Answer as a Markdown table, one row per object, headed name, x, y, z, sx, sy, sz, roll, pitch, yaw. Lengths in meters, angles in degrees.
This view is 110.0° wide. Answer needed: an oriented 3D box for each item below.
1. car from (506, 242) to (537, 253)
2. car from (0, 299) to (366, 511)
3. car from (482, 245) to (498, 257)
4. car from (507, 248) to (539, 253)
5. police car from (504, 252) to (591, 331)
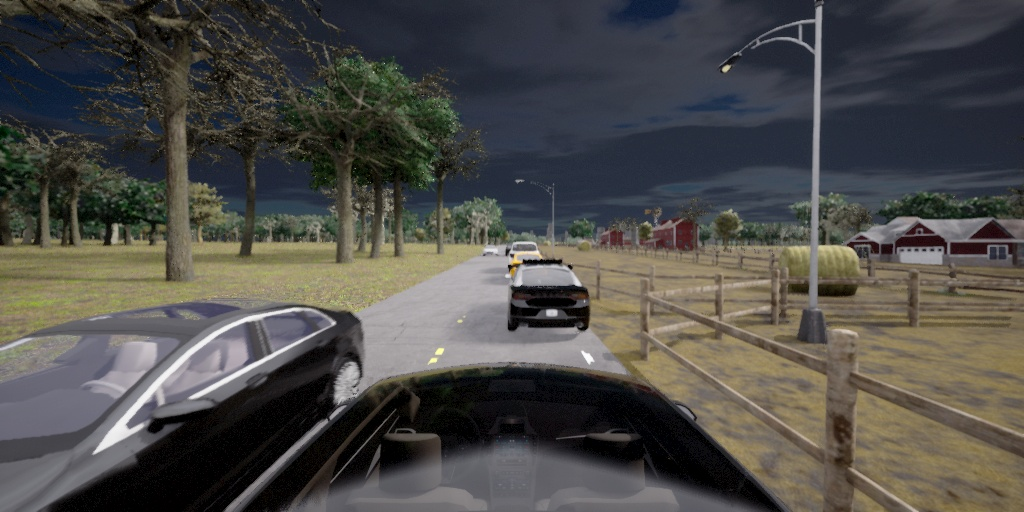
| name | x | y | z | sx | sy | sz | roll | pitch | yaw |
| --- | --- | --- | --- | --- | --- | --- | --- | --- | --- |
| car | 0.830 | 0.000 | 25.912 | 2.150 | 2.045 | 5.566 | 0 | 3 | 0 |
| car | -2.848 | 1.203 | 2.832 | 2.128 | 1.511 | 4.902 | 0 | 2 | 0 |
| car | -2.817 | -0.695 | 47.201 | 1.812 | 1.442 | 4.674 | 0 | 3 | 0 |
| car | 0.828 | 0.525 | 19.895 | 1.882 | 1.535 | 5.008 | 0 | 3 | 0 |
| police car | 0.826 | 0.878 | 10.010 | 1.930 | 1.638 | 5.238 | 0 | 2 | 0 |
